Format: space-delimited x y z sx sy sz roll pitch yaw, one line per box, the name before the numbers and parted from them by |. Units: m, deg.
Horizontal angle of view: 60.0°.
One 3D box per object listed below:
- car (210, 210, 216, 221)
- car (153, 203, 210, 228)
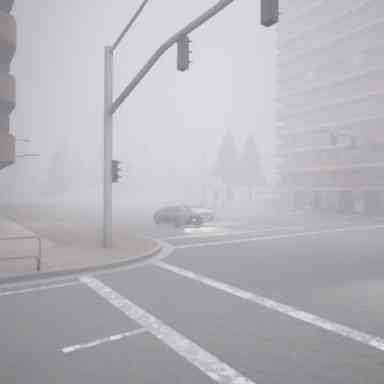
car | 0.026 1.635 27.770 1.812 1.442 4.674 0 0 -35
car | -1.022 1.649 23.169 1.994 1.385 4.181 0 0 -35
